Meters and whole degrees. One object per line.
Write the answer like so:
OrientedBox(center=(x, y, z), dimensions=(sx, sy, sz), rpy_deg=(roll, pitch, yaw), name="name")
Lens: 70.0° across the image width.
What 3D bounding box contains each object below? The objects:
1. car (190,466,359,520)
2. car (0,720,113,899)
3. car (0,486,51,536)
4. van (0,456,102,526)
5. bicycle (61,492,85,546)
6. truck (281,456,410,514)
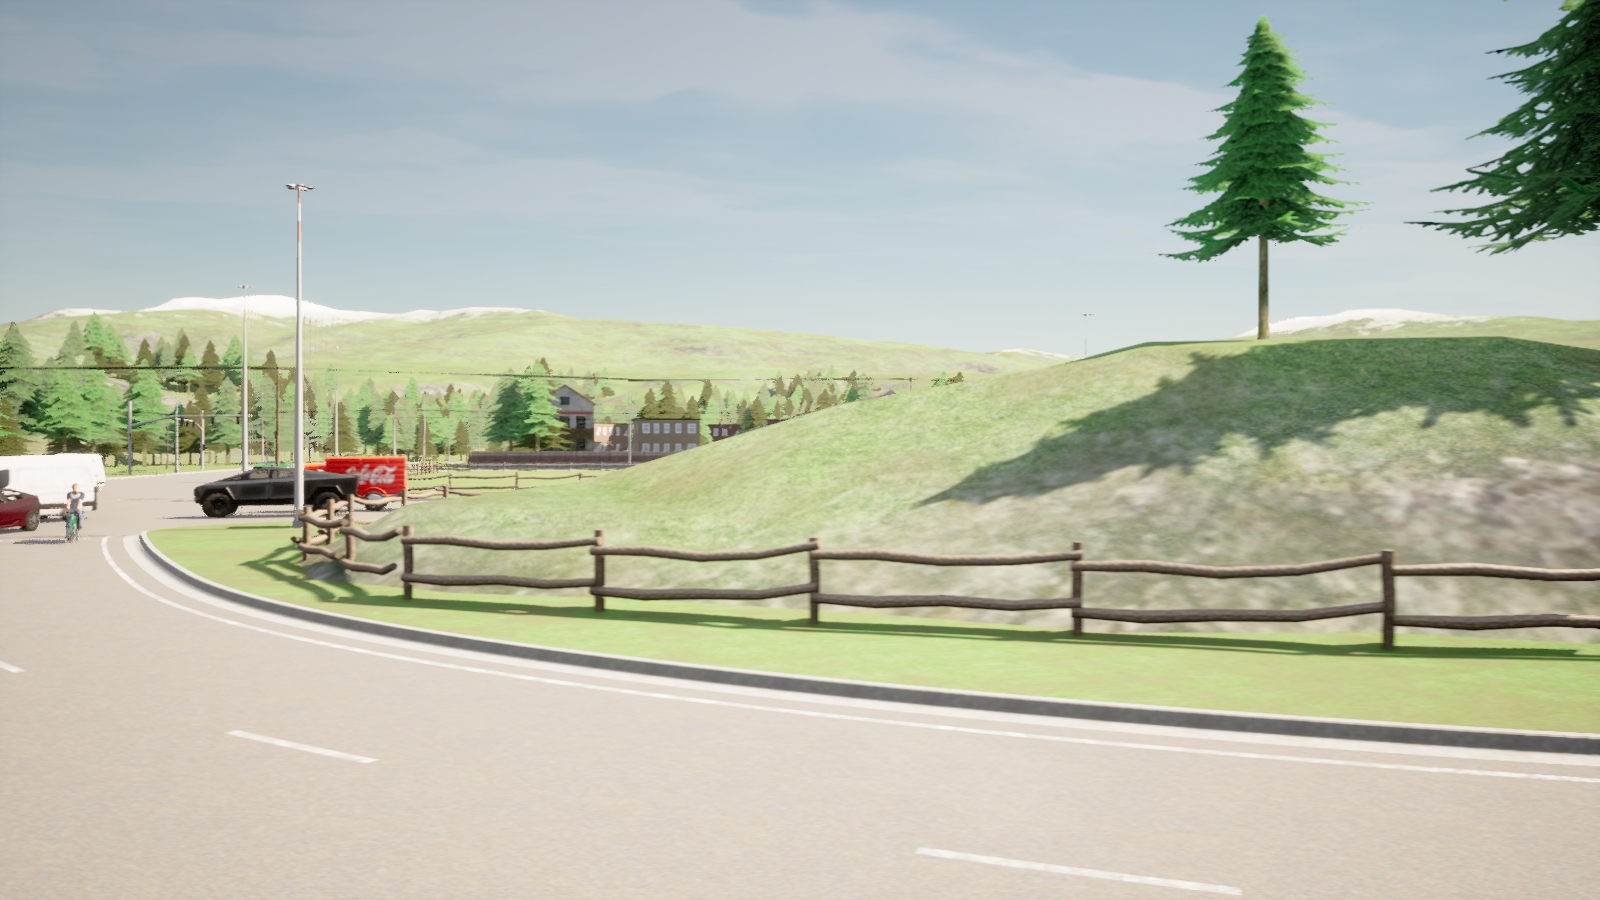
OrientedBox(center=(-21.923, 1.740, 48.026), dimensions=(6.274, 2.098, 2.390), rpy_deg=(0, 0, -21), name="car")
OrientedBox(center=(-5.769, 2.031, 5.027), dimensions=(5.006, 1.535, 2.097), rpy_deg=(0, 0, 22), name="car")
OrientedBox(center=(-26.863, 2.024, 37.326), dimensions=(2.007, 1.525, 4.514), rpy_deg=(0, 0, -4), name="car")
OrientedBox(center=(-29.765, 1.517, 43.101), dimensions=(1.988, 2.561, 5.915), rpy_deg=(-1, 0, 19), name="van")
OrientedBox(center=(-21.591, 2.043, 33.937), dimensions=(0.373, 1.496, 1.643), rpy_deg=(2, 0, -26), name="bicycle")
OrientedBox(center=(-20.688, 1.546, 52.258), dimensions=(5.204, 2.467, 2.627), rpy_deg=(-1, 0, -16), name="truck")
